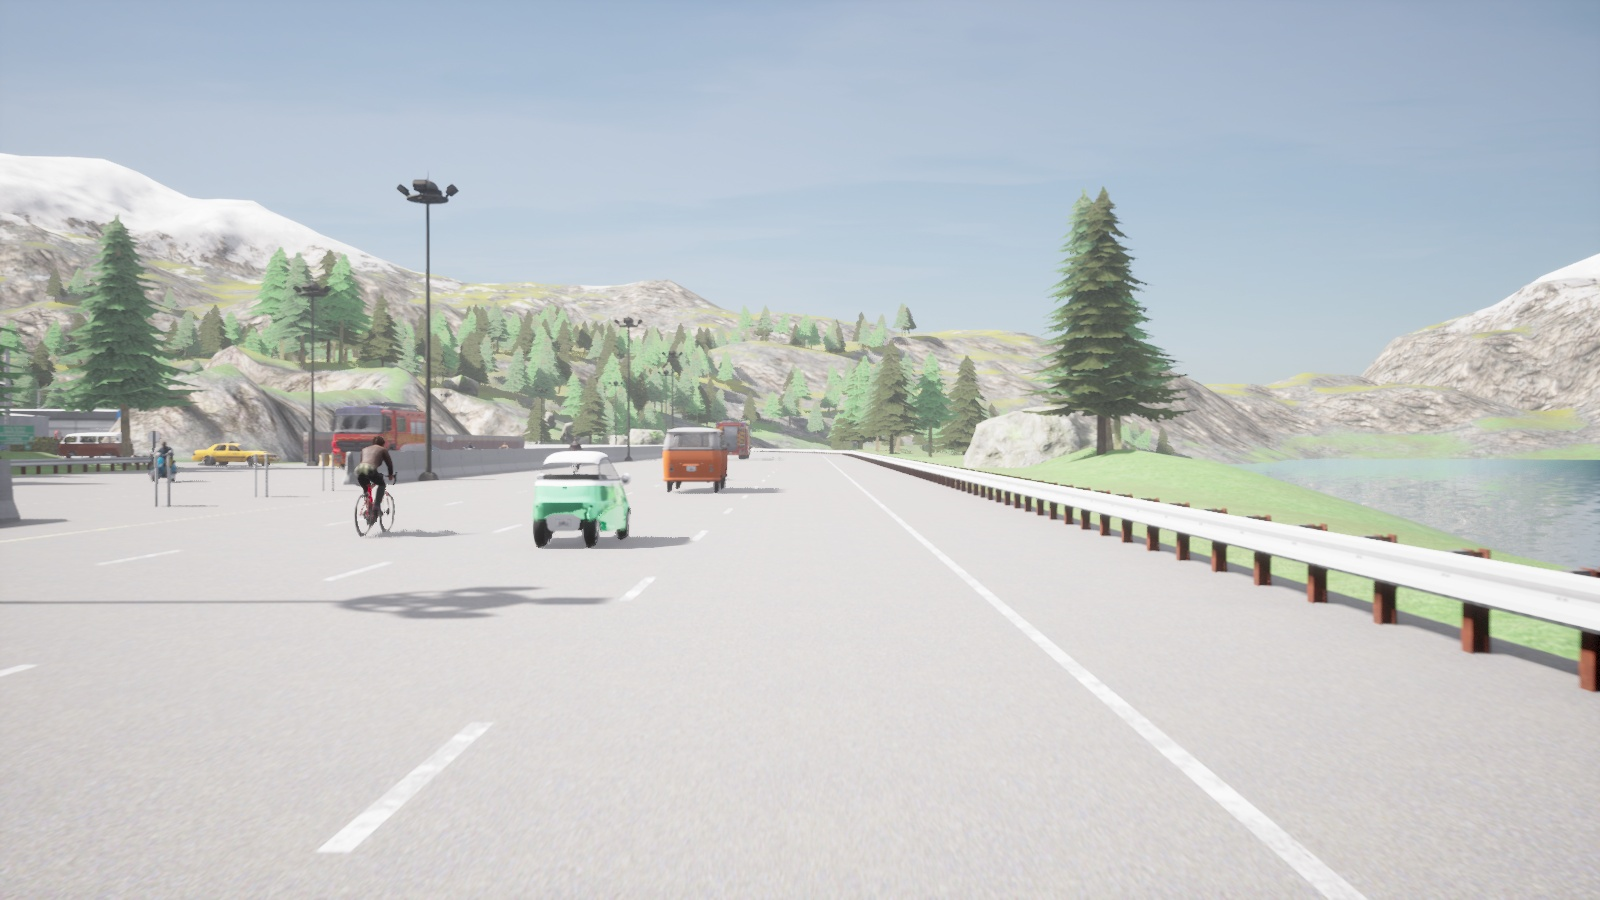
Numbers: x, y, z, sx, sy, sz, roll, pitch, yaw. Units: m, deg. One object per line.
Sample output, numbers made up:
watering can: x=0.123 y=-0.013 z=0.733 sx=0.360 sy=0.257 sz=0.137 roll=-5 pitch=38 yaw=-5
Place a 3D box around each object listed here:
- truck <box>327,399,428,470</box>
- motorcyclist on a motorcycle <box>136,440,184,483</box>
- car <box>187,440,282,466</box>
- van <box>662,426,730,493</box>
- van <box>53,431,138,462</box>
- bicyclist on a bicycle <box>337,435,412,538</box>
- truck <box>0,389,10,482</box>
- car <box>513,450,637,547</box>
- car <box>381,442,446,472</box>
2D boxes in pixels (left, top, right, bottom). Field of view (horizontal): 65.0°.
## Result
truck: x=-24.056 y=-0.843 z=71.969 sx=2.891 sy=3.827 sz=8.468 roll=0 pitch=0 yaw=0
motorcyclist on a motorcycle: x=-24.202 y=0.412 z=47.518 sx=0.866 sy=1.590 sz=1.817 roll=0 pitch=0 yaw=0
car: x=-36.137 y=0.180 z=80.235 sx=5.366 sy=1.575 sz=1.801 roll=1 pitch=0 yaw=7
van: x=-3.247 y=0.272 z=39.875 sx=1.775 sy=1.987 sz=4.442 roll=0 pitch=0 yaw=0
van: x=-47.110 y=-0.238 z=84.015 sx=4.480 sy=2.038 sz=2.069 roll=0 pitch=0 yaw=0
bicyclist on a bicycle: x=-6.972 y=0.577 z=20.635 sx=0.582 sy=1.620 sz=1.656 roll=0 pitch=0 yaw=3
truck: x=-31.225 y=-0.505 z=43.341 sx=2.891 sy=3.462 sz=7.936 roll=0 pitch=0 yaw=0
car: x=-3.370 y=0.691 z=19.100 sx=1.481 sy=1.376 sz=2.207 roll=0 pitch=0 yaw=0
car: x=-20.586 y=0.329 z=67.071 sx=1.882 sy=1.535 sz=5.008 roll=0 pitch=0 yaw=0
